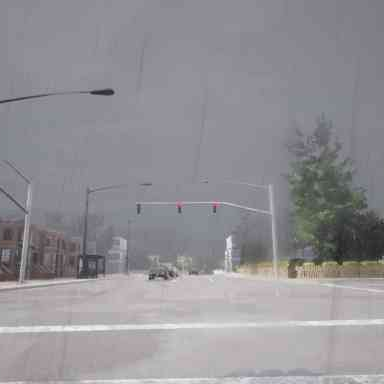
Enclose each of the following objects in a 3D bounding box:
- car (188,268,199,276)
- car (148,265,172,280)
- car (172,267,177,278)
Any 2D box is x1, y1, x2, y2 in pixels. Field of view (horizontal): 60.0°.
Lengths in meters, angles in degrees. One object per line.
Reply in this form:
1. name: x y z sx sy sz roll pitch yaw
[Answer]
1. car: 0.312 14.644 61.313 2.033 1.411 5.357 -1 -13 0
2. car: -3.496 8.613 35.593 1.837 1.490 4.892 -1 -13 0
3. car: -3.447 11.052 45.555 1.895 1.301 4.718 -1 -13 0
